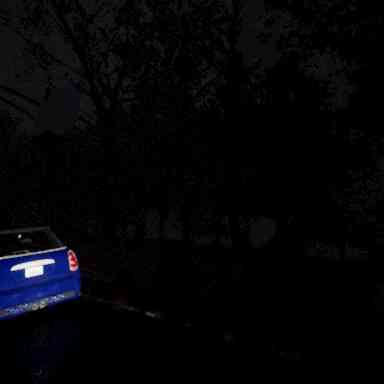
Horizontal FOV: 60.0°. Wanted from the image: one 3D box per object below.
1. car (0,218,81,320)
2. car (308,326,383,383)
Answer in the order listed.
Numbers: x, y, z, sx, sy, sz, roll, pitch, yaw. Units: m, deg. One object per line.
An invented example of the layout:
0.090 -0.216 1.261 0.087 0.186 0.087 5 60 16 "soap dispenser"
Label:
-4.374 1.349 6.801 4.553 1.767 2.097 0 0 35 "car"
2.954 1.602 1.581 4.718 1.301 1.895 0 0 36 "car"
